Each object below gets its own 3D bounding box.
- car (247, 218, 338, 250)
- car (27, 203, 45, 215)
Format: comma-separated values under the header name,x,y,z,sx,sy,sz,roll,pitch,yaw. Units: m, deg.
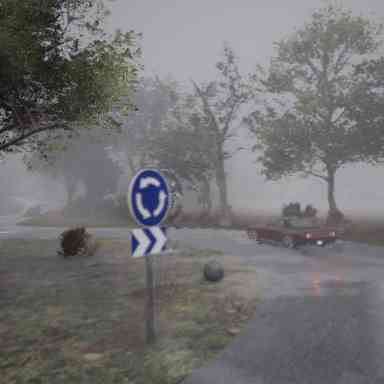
name,x,y,z,sx,sy,sz,roll,pitch,yaw
car,4.509,1.865,15.873,1.895,1.301,4.718,0,-1,-21
car,-27.848,3.187,58.783,2.128,1.511,4.902,-2,-1,-19
